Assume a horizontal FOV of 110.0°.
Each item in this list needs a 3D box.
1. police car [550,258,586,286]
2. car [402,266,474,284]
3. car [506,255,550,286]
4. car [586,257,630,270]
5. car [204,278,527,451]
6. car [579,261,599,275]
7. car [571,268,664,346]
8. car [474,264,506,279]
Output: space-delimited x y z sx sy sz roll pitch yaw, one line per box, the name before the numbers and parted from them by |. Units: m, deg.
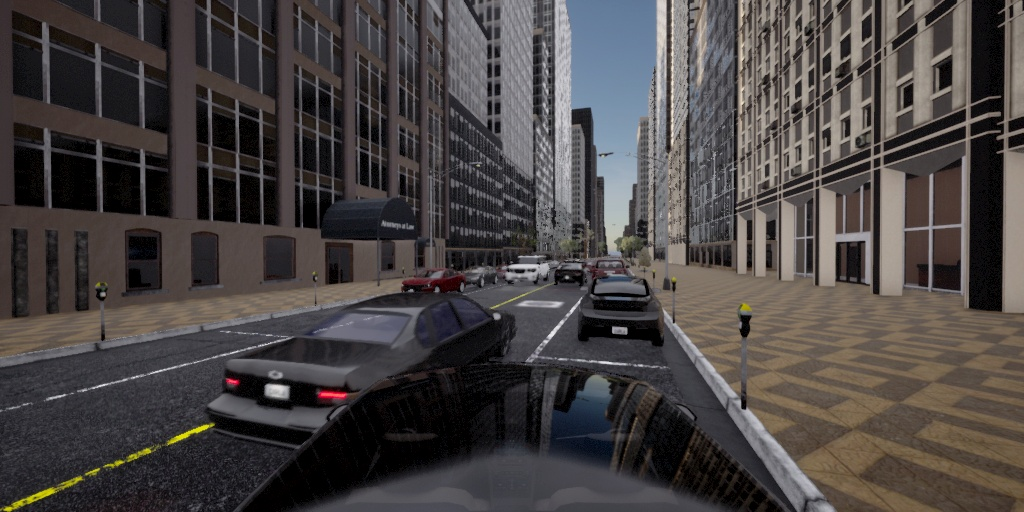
police car | 4.269 1.169 25.368 1.930 1.638 5.238 0 0 17
car | -3.821 1.291 18.105 1.888 1.381 4.507 0 0 17
car | 1.255 0.966 26.102 2.150 2.045 5.566 0 0 17
car | 5.830 1.060 21.171 2.192 1.841 5.009 0 0 17
car | -1.454 1.296 5.716 2.033 1.411 5.357 0 0 17
car | 8.627 1.266 39.713 1.812 1.442 4.674 0 0 17
car | 2.849 1.252 9.517 1.837 1.490 4.892 0 0 17
car | -2.205 1.295 23.554 2.007 1.370 4.403 0 0 17
